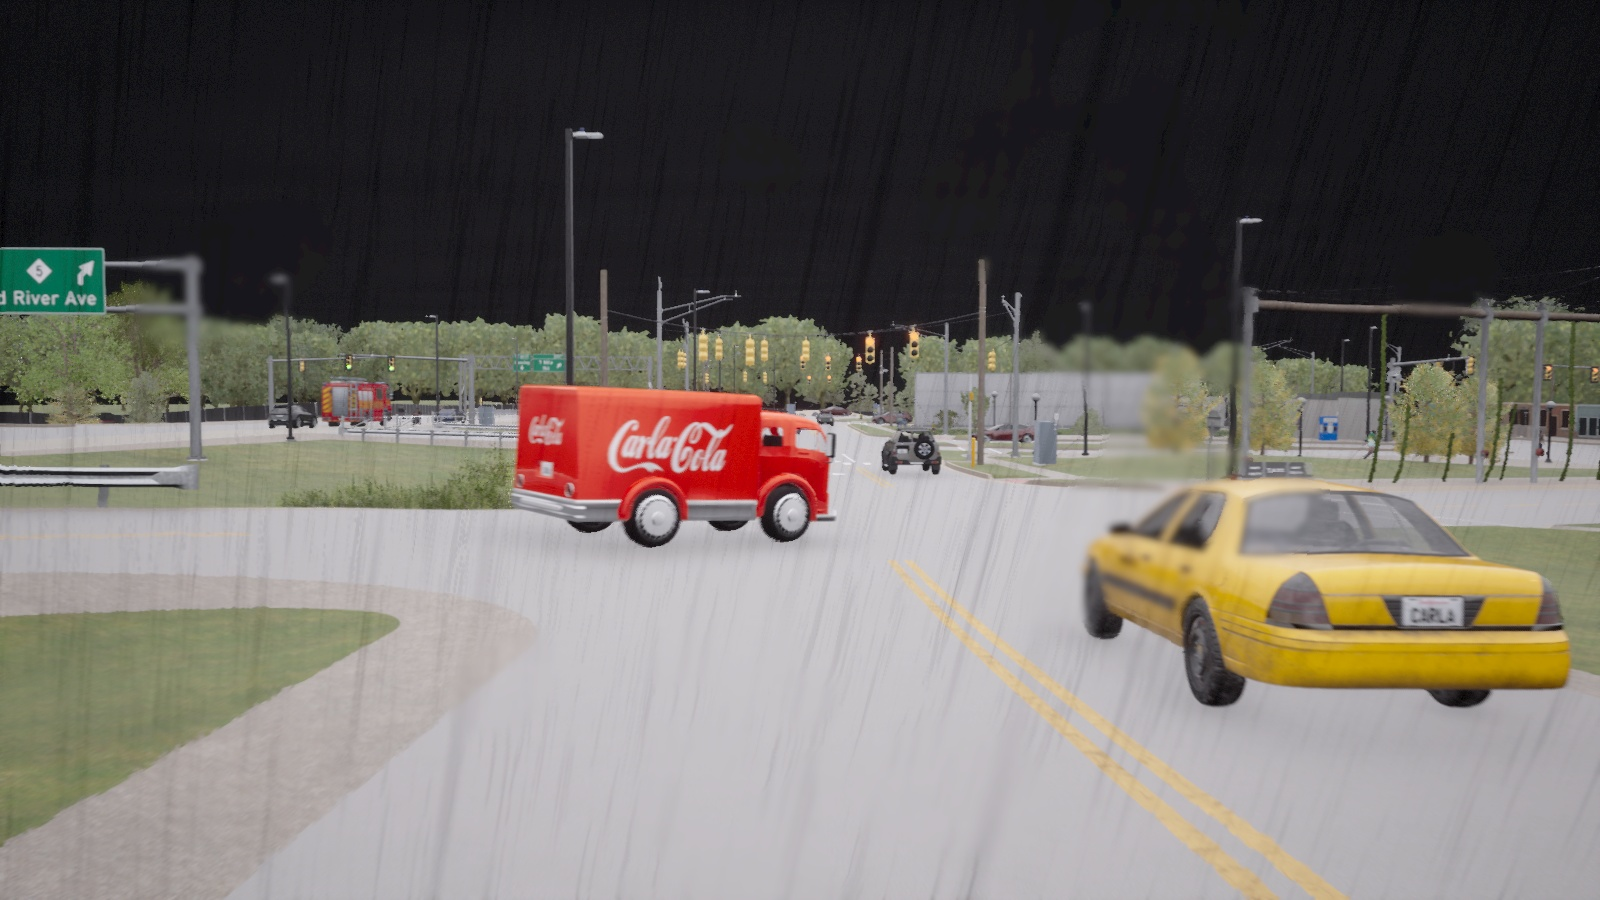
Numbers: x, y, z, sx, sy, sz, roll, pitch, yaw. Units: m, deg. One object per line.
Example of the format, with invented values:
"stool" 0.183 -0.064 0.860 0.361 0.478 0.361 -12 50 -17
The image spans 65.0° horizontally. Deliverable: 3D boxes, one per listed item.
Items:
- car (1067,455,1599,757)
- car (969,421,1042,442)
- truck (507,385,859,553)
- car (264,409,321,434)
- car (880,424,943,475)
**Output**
"car" 3.461 0.829 9.284 1.801 1.575 5.366 0 0 0
"car" 14.726 -1.328 90.298 4.792 1.488 2.163 0 2 -4
"truck" -1.915 0.268 21.184 5.204 2.467 2.627 1 2 -36
"car" -34.769 -2.002 86.157 2.033 1.649 4.856 0 2 -1
"car" 4.283 -0.062 49.010 1.932 1.855 4.605 0 2 -2
